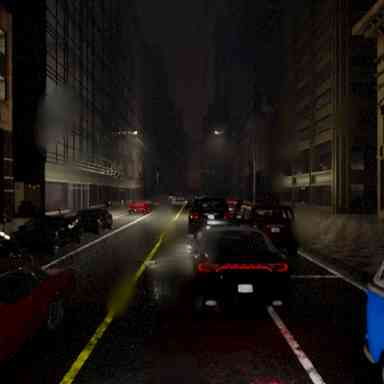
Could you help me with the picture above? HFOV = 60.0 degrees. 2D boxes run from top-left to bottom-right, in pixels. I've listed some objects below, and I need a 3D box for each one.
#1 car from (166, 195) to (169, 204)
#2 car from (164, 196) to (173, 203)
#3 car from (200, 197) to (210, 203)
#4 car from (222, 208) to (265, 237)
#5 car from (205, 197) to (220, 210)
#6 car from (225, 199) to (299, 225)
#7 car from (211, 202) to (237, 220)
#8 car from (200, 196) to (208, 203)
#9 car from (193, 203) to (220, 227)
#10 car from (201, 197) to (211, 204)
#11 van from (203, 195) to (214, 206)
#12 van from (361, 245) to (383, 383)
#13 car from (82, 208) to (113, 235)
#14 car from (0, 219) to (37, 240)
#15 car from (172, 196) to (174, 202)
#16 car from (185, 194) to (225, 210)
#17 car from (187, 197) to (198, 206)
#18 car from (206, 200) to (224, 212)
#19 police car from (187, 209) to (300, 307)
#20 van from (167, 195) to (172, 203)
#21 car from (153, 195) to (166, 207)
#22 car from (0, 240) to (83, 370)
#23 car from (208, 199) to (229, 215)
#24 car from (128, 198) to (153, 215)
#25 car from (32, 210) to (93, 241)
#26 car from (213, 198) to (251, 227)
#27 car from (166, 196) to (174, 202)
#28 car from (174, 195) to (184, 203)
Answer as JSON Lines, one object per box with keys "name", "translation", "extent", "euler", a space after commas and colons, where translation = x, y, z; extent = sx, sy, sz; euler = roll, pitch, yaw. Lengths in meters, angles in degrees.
{"name": "car", "translation": [-5.661, 1.726, 58.236], "extent": [1.887, 1.381, 4.507], "euler": [0, 0, 0]}
{"name": "car", "translation": [-5.621, 1.800, 80.645], "extent": [1.887, 1.381, 4.507], "euler": [0, 0, 0]}
{"name": "car", "translation": [2.894, 1.781, 75.037], "extent": [1.887, 1.381, 4.507], "euler": [0, 0, 0]}
{"name": "car", "translation": [2.794, 1.637, 19.020], "extent": [1.802, 1.307, 4.206], "euler": [0, 0, 0]}
{"name": "car", "translation": [2.843, 1.585, 47.028], "extent": [1.967, 1.590, 4.097], "euler": [0, 0, 0]}
{"name": "car", "translation": [2.783, 1.353, 13.418], "extent": [2.192, 1.841, 5.009], "euler": [0, 0, 0]}
{"name": "car", "translation": [2.814, 1.656, 30.223], "extent": [1.947, 1.339, 4.313], "euler": [0, 0, 0]}
{"name": "car", "translation": [2.904, 1.695, 80.639], "extent": [1.967, 1.590, 4.097], "euler": [0, 0, 0]}
{"name": "car", "translation": [0.943, 1.597, 24.157], "extent": [1.812, 1.442, 4.674], "euler": [0, 0, 0]}
{"name": "car", "translation": [2.884, 1.763, 69.434], "extent": [1.887, 1.381, 4.507], "euler": [0, 0, 0]}
{"name": "van", "translation": [2.863, 1.523, 58.231], "extent": [1.690, 1.788, 3.998], "euler": [0, 0, 0]}
{"name": "van", "translation": [2.763, 1.348, 2.215], "extent": [1.690, 1.788, 3.998], "euler": [0, 0, 0]}
{"name": "car", "translation": [-5.732, 1.621, 19.022], "extent": [1.947, 1.339, 4.313], "euler": [0, 0, 0]}
{"name": "car", "translation": [-5.752, 1.573, 7.818], "extent": [2.008, 1.369, 4.403], "euler": [0, 0, 0]}
{"name": "car", "translation": [-5.631, 1.781, 75.043], "extent": [1.887, 1.381, 4.507], "euler": [0, 0, 0]}
{"name": "car", "translation": [0.885, 1.275, 18.187], "extent": [2.150, 2.045, 5.566], "euler": [0, 0, 0]}
{"name": "car", "translation": [0.110, 1.739, 61.410], "extent": [2.033, 1.411, 5.357], "euler": [0, 0, 0]}
{"name": "car", "translation": [2.834, 1.693, 41.426], "extent": [1.947, 1.339, 4.313], "euler": [0, 0, 0]}
{"name": "police car", "translation": [0.914, 1.449, 8.267], "extent": [1.930, 1.638, 5.238], "euler": [0, 0, 0]}
{"name": "van", "translation": [-5.642, 1.559, 69.442], "extent": [1.690, 1.788, 3.998], "euler": [0, 0, 0]}
{"name": "car", "translation": [-5.672, 1.603, 52.635], "extent": [1.967, 1.590, 4.097], "euler": [0, 0, 0]}
{"name": "car", "translation": [-3.093, 1.612, 4.017], "extent": [1.895, 1.301, 4.718], "euler": [0, 0, 0]}
{"name": "car", "translation": [2.823, 1.549, 35.825], "extent": [1.967, 1.590, 4.097], "euler": [0, 0, 0]}
{"name": "car", "translation": [-5.702, 1.653, 35.829], "extent": [1.887, 1.381, 4.507], "euler": [0, 0, 0]}
{"name": "car", "translation": [-5.741, 1.604, 13.420], "extent": [1.947, 1.339, 4.313], "euler": [0, 0, 0]}
{"name": "car", "translation": [2.803, 1.388, 24.622], "extent": [2.192, 1.841, 5.009], "euler": [0, 0, 0]}
{"name": "car", "translation": [-5.611, 1.798, 86.078], "extent": [1.752, 1.417, 4.829], "euler": [0, 0, 0]}
{"name": "car", "translation": [-2.861, 1.846, 77.657], "extent": [1.895, 1.301, 4.718], "euler": [0, 0, 0]}
